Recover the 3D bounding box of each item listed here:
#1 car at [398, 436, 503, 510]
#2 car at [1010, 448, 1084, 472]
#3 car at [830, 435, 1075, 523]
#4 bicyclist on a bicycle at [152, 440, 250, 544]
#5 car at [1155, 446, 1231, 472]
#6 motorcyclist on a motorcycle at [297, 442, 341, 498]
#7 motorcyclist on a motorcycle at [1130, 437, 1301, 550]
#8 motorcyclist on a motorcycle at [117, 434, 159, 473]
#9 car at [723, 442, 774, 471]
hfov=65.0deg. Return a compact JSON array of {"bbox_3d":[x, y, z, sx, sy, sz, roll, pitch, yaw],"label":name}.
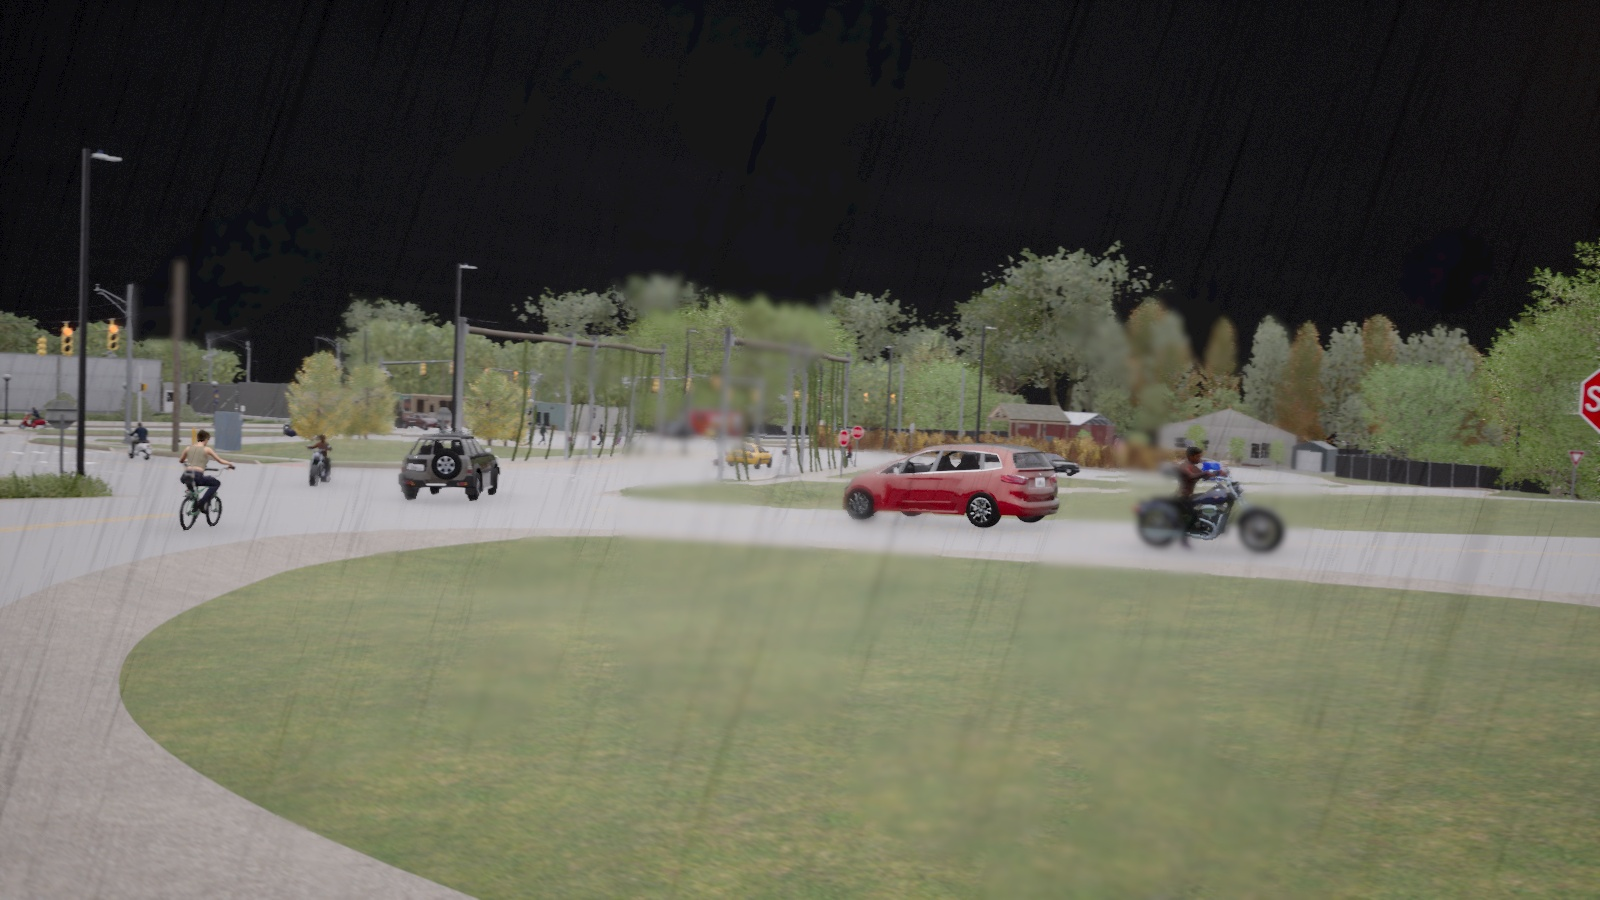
[{"bbox_3d":[-9.606,0.581,34.890,1.932,1.855,4.605,0,1,-4],"label":"car"},{"bbox_3d":[15.375,0.606,78.528,2.033,1.411,5.357,1,0,-20],"label":"car"},{"bbox_3d":[3.161,0.574,26.495,4.611,1.667,2.242,-1,1,39],"label":"car"},{"bbox_3d":[-9.717,0.660,20.429,0.866,1.612,1.509,2,0,-2],"label":"bicyclist on a bicycle"},{"bbox_3d":[28.239,0.643,90.397,5.027,1.651,2.152,3,1,14],"label":"car"},{"bbox_3d":[-15.126,0.598,39.527,0.766,1.649,2.350,1,2,-8],"label":"motorcyclist on a motorcycle"},{"bbox_3d":[6.385,0.651,19.398,2.350,1.649,0.766,-1,0,39],"label":"motorcyclist on a motorcycle"},{"bbox_3d":[-27.788,0.131,52.731,1.817,1.590,0.866,2,2,37],"label":"motorcyclist on a motorcycle"},{"bbox_3d":[-3.072,0.344,76.136,1.801,1.575,5.366,2,1,12],"label":"car"}]
